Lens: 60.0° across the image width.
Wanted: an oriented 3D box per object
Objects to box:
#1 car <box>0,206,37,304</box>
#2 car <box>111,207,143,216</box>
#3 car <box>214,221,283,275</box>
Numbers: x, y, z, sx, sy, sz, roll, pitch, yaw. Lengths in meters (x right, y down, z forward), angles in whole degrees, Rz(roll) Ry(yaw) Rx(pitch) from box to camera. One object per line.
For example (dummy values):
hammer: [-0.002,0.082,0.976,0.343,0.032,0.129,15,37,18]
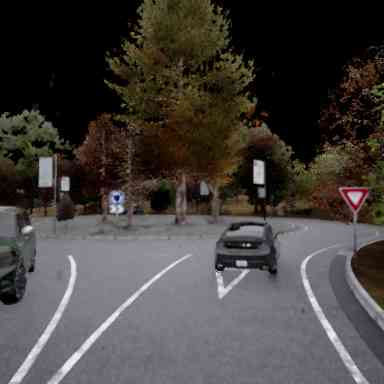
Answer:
car: [-5.302,1.384,8.474,2.150,2.045,5.566,1,-2,-20]
car: [-9.397,2.637,48.082,4.553,1.767,2.097,1,-2,-16]
car: [2.034,1.773,11.481,1.837,1.490,4.892,-1,-2,16]
